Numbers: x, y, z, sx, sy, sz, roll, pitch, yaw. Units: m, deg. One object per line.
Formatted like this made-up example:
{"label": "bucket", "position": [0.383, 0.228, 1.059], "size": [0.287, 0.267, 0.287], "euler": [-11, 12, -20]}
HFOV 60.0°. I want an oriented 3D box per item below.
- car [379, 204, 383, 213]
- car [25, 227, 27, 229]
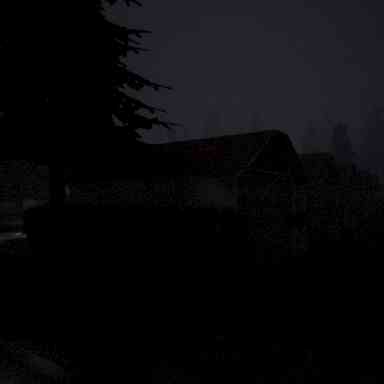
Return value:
{"label": "car", "position": [22.623, 2.038, 41.473], "size": [4.902, 1.511, 2.128], "euler": [-1, -1, 29]}
{"label": "car", "position": [-9.407, 1.868, 23.729], "size": [2.097, 1.767, 4.553], "euler": [-1, -1, 36]}
